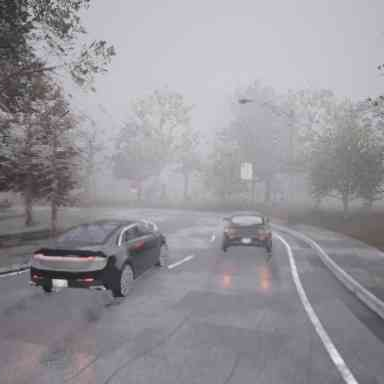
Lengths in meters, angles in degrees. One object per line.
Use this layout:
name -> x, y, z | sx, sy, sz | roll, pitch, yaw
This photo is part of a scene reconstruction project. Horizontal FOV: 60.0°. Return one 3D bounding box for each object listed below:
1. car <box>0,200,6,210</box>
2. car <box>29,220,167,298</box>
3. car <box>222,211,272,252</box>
car -> -22.972, 1.409, 37.274 | 4.718, 1.301, 1.895 | 0, 0, -8
car -> -2.002, 1.468, 8.544 | 2.128, 1.511, 4.902 | 0, 0, 10
car -> 2.279, 1.519, 13.832 | 1.812, 1.442, 4.674 | 0, 0, 9
